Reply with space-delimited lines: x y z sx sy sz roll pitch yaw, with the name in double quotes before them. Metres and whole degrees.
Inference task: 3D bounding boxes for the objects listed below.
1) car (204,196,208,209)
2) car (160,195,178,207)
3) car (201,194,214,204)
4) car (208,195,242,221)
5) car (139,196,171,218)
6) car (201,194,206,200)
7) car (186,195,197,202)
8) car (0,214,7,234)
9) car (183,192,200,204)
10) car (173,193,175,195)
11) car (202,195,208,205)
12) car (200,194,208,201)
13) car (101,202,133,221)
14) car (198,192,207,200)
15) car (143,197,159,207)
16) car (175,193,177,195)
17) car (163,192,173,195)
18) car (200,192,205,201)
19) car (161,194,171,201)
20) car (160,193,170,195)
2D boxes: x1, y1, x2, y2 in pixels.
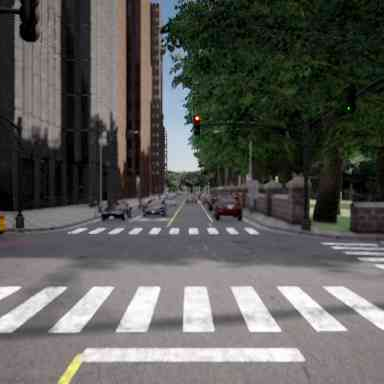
"car" 2.718 1.402 37.065 1.947 1.339 4.313 0 0 0
"car" -3.145 1.400 46.520 1.895 1.301 4.718 0 0 0
"car" 2.691 1.192 58.890 1.967 1.590 4.097 0 0 0
"car" 2.732 1.194 26.151 2.192 1.841 5.009 0 0 0
"car" -3.134 1.372 29.114 1.837 1.490 4.892 0 0 0
"car" 2.704 1.345 47.978 2.008 1.369 4.403 0 0 0
"car" -0.082 1.285 66.683 1.994 1.385 4.181 0 0 0
"car" -10.498 1.241 14.094 5.008 1.535 1.882 1 -1 7
"car" -0.014 1.252 56.703 2.128 1.511 4.902 0 0 0
"car" -5.862 1.216 80.702 1.887 1.381 4.507 0 0 0
"car" 2.711 1.366 42.521 2.008 1.369 4.403 0 0 0
"car" 2.670 1.215 75.430 1.752 1.417 4.829 0 0 0
"car" -5.793 1.445 26.132 1.947 1.339 4.313 0 0 0
"car" 2.656 0.968 86.172 2.192 1.841 5.009 0 0 0
"car" -5.821 1.376 47.960 1.802 1.307 4.206 0 0 0
"car" -5.876 1.074 91.616 1.967 1.590 4.097 0 0 0
"car" -5.848 1.025 69.787 2.192 1.841 5.009 0 0 0
"car" 2.698 1.213 53.434 1.967 1.590 4.097 0 0 0
"car" -5.855 1.235 75.245 1.887 1.381 4.507 0 0 0
"car" -5.841 1.312 64.331 1.802 1.307 4.206 0 0 0
